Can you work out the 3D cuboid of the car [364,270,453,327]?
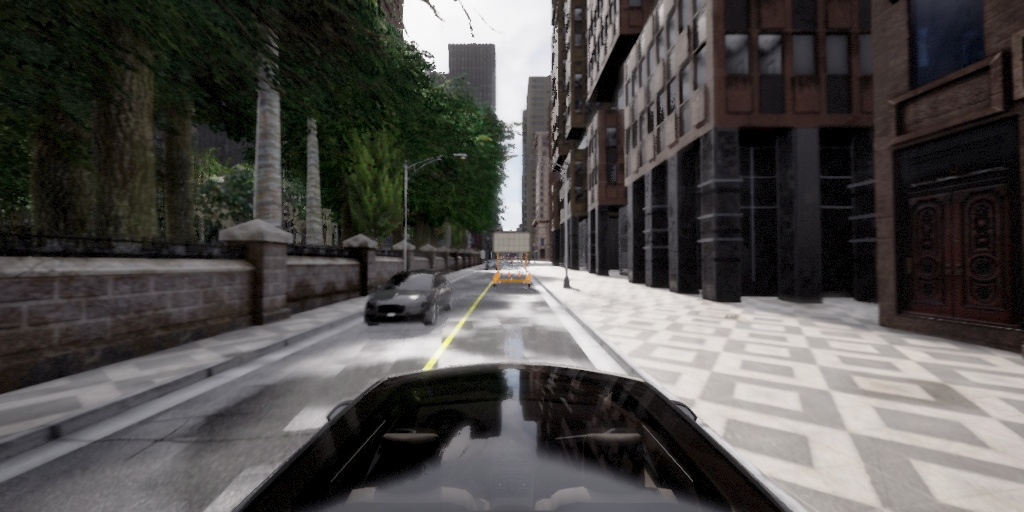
[{"bbox_3d":[-3.101,1.247,11.619,1.837,1.490,4.892,0,0,0],"label":"car"}]

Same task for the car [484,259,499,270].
[{"bbox_3d":[-3.062,1.257,54.611,2.128,1.511,4.902,0,0,1],"label":"car"}]

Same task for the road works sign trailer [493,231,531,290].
[{"bbox_3d":[-0.002,0.202,22.523,2.380,3.560,2.880,0,0,0],"label":"road works sign trailer"}]
